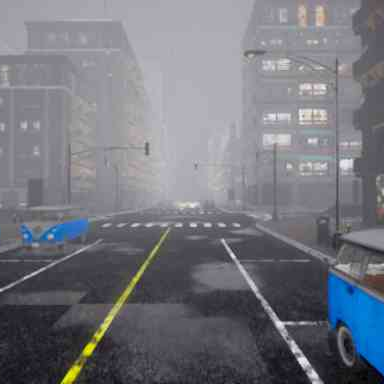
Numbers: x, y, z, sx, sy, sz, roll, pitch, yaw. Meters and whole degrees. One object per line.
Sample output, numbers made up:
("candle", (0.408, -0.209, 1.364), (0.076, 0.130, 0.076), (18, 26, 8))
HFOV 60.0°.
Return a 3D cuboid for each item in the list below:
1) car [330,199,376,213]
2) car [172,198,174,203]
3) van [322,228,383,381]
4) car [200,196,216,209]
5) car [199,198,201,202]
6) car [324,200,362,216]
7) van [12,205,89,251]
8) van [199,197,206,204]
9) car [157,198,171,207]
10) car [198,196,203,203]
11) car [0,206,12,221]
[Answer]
("car", (18.267, 1.581, 37.866), (4.313, 1.339, 1.947), (-1, 0, 0))
("car", (-5.671, 2.203, 74.453), (1.947, 1.339, 4.313), (0, -1, 0))
("van", (2.695, 1.369, 3.149), (1.690, 1.788, 3.998), (0, 0, 0))
("car", (2.705, 1.885, 52.315), (1.967, 1.590, 4.097), (0, 0, 0))
("car", (2.706, 2.043, 57.848), (2.008, 1.369, 4.403), (0, 0, 0))
("car", (14.982, 1.525, 32.043), (4.181, 1.385, 1.994), (-1, -1, 0))
("van", (-5.795, 1.463, 14.423), (1.690, 1.788, 3.998), (0, 0, 0))
("van", (2.712, 2.077, 85.520), (1.690, 1.788, 3.998), (0, -1, 0))
("car", (-5.674, 2.091, 63.384), (2.008, 1.369, 4.403), (0, 0, 0))
("car", (2.709, 2.219, 74.450), (1.802, 1.307, 4.206), (0, -1, 0))
("car", (-15.923, 1.968, 31.896), (4.902, 1.511, 2.128), (0, -1, 0))
